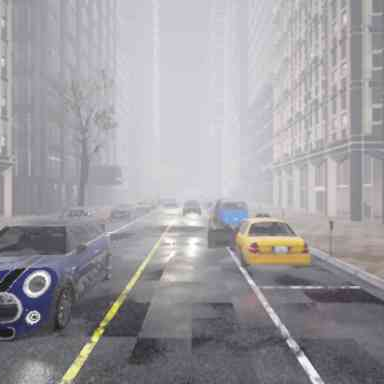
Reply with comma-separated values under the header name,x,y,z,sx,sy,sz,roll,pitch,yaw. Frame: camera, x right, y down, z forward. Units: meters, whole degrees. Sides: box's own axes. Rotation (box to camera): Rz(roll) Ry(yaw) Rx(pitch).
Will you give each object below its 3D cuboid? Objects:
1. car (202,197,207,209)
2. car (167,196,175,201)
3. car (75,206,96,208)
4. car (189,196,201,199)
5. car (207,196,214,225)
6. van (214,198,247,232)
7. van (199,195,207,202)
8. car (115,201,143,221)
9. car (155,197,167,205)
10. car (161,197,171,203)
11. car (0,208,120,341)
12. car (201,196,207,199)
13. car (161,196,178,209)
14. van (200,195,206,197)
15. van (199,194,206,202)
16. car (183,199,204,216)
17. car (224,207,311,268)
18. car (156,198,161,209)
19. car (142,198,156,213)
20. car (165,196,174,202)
name,x,y,z,sx,sy,sz,roll,pitch,yaw
car,2.648,1.685,45.080,2.008,1.369,4.403,0,0,0
car,-5.774,1.787,90.661,1.802,1.307,4.206,0,0,0
car,-5.707,1.496,16.581,1.967,1.590,4.097,0,0,0
car,-0.032,1.644,46.605,1.837,1.490,4.892,0,0,0
car,2.663,1.405,27.983,2.192,1.841,5.009,0,0,0
van,2.668,1.414,22.284,1.690,1.788,3.998,0,0,0
van,2.617,1.532,79.269,1.690,1.788,3.998,0,0,0
car,-5.717,1.641,27.978,2.008,1.369,4.403,0,0,0
car,-5.748,1.731,62.168,1.947,1.339,4.313,0,0,0
car,-5.758,1.764,73.565,1.802,1.307,4.206,0,0,0
car,-3.104,1.376,6.854,2.097,1.767,4.553,0,0,0
car,2.643,1.728,50.778,1.802,1.307,4.206,0,0,0
car,-3.044,1.625,49.321,1.882,1.535,5.008,0,0,0
van,2.638,1.497,56.477,1.690,1.788,3.998,0,0,0
van,2.612,1.539,84.969,1.690,1.788,3.998,0,0,0
car,0.024,1.709,34.418,1.895,1.301,4.718,0,0,0
car,2.341,1.496,11.309,1.801,1.575,5.366,0,0,0
car,-5.733,1.574,45.075,1.967,1.590,4.097,0,0,0
car,-5.727,1.645,39.204,1.752,1.417,4.829,0,0,0
car,-5.769,1.743,84.962,1.887,1.381,4.507,0,0,0
